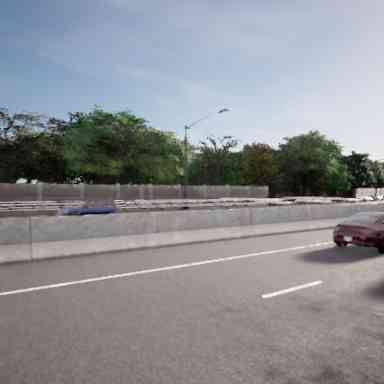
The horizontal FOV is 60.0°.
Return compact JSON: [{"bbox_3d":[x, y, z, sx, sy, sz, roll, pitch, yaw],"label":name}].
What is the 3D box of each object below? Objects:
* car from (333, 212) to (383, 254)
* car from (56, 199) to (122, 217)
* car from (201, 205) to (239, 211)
[{"bbox_3d":[7.544,1.520,13.428,4.674,1.442,1.812,0,0,-35],"label":"car"},{"bbox_3d":[-7.519,1.348,24.403,4.553,1.767,2.097,0,0,-35],"label":"car"},{"bbox_3d":[1.819,1.558,22.424,4.181,1.385,1.994,0,0,-35],"label":"car"}]
